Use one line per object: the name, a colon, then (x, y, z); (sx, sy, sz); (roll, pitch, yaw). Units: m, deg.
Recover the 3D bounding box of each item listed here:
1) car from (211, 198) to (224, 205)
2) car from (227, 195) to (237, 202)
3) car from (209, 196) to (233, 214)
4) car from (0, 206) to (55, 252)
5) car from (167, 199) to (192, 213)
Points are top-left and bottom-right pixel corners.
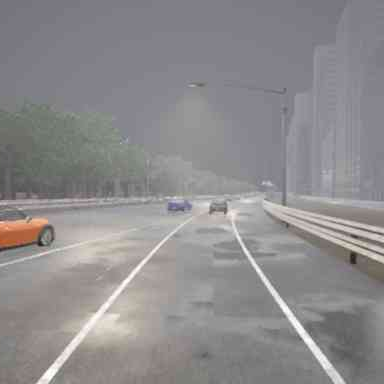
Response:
car: (5.056, 1.795, 64.912); (1.895, 1.301, 4.718); (1, 0, 13)
car: (9.366, 1.649, 83.868); (2.097, 1.767, 4.553); (1, 0, 13)
car: (3.039, 1.579, 36.909); (2.128, 1.511, 4.902); (0, 0, 9)
car: (-7.041, 1.278, 11.996); (2.097, 1.767, 4.553); (1, 0, 13)
car: (-1.310, 1.522, 37.072); (1.882, 1.535, 5.008); (0, 0, 13)
